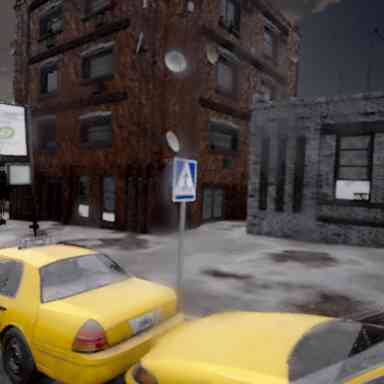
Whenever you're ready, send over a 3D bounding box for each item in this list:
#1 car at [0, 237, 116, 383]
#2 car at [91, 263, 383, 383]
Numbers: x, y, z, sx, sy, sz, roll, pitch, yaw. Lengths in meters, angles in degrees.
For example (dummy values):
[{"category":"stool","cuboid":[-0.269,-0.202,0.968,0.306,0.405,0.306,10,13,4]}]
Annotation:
[{"category":"car","cuboid":[-2.645,1.509,5.372,5.366,1.575,1.946,0,0,35]},{"category":"car","cuboid":[1.886,1.473,2.210,5.366,1.575,1.946,0,0,35]}]
